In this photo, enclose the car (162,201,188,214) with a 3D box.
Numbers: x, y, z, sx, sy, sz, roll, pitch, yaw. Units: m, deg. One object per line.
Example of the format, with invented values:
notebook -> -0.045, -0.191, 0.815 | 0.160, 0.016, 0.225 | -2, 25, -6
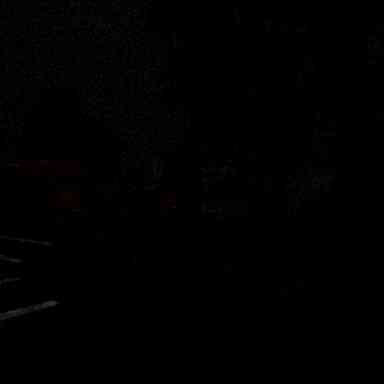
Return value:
car -> -1.004, 1.604, 35.382 | 1.895, 1.301, 4.718 | 0, 0, 34
